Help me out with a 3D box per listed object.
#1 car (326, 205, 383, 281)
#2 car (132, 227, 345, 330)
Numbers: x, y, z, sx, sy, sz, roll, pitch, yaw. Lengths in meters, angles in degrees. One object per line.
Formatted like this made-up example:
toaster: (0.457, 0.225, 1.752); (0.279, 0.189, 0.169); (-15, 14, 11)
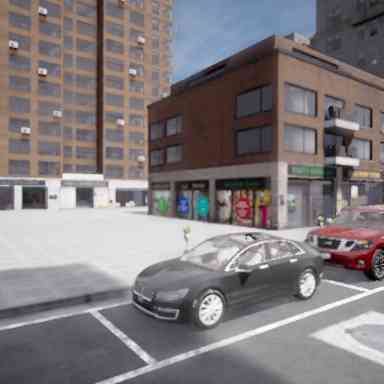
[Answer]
car: (5.535, 1.345, 10.133); (5.009, 1.841, 2.192); (0, 0, -35)
car: (0.924, 1.564, 6.845); (4.403, 1.369, 2.008); (0, 0, -35)
